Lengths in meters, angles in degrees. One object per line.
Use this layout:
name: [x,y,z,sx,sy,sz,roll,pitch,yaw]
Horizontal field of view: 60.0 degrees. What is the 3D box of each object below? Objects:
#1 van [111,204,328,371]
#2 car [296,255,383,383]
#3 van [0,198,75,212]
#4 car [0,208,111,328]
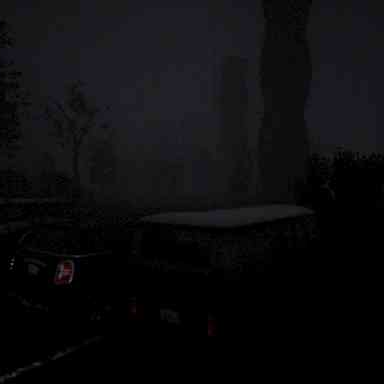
van: [0.983,1.245,5.813,1.878,1.987,4.442,0,0,35]
car: [3.174,1.511,4.146,2.163,1.488,4.792,0,0,35]
van: [-5.886,1.185,10.422,1.878,1.987,4.442,1,0,35]
car: [-1.452,1.329,7.367,2.185,1.767,4.553,1,0,35]
